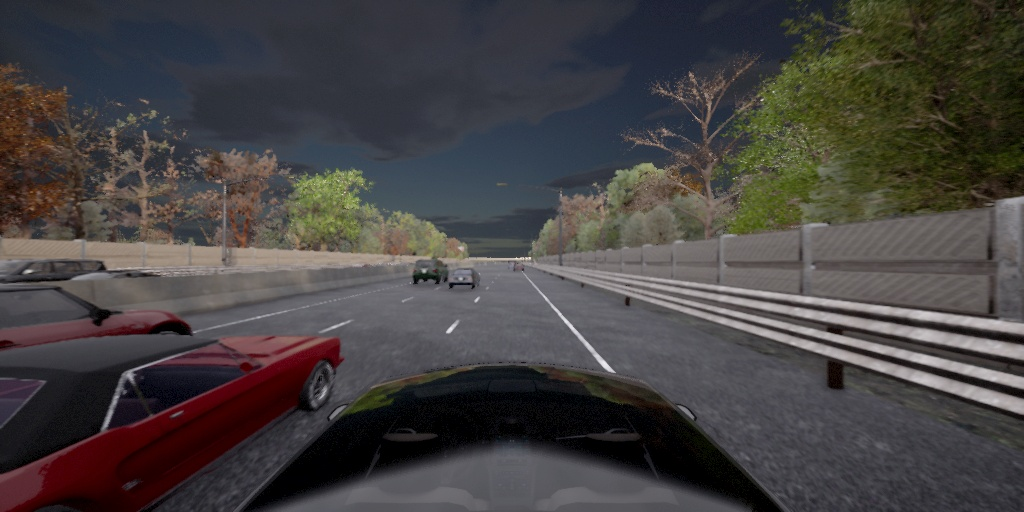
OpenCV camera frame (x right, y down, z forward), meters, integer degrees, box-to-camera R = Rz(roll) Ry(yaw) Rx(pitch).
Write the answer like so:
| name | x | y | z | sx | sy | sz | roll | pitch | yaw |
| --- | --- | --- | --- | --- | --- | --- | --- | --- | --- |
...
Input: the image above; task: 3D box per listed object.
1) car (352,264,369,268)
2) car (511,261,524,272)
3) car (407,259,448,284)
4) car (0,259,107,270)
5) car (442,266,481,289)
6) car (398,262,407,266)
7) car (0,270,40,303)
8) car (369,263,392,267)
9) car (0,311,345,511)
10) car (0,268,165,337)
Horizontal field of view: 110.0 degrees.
| name | x | y | z | sx | sy | sz | roll | pitch | yaw |
| --- | --- | --- | --- | --- | --- | --- | --- | --- | --- |
| car | -24.521 | 1.965 | 58.498 | 1.812 | 1.442 | 4.674 | 0 | -1 | 1 |
| car | 1.228 | 2.036 | 63.639 | 1.812 | 1.442 | 4.674 | 0 | -1 | 0 |
| car | -6.899 | 1.318 | 30.819 | 2.150 | 2.045 | 5.566 | 0 | -1 | 0 |
| car | -21.099 | 1.134 | 15.654 | 2.150 | 2.045 | 5.566 | 0 | -1 | 0 |
| car | -3.399 | 1.589 | 26.234 | 2.033 | 1.411 | 5.357 | 0 | -1 | 0 |
| car | -17.533 | 1.797 | 58.893 | 2.097 | 1.767 | 4.553 | 0 | -1 | 1 |
| car | -24.598 | 1.416 | 15.549 | 1.837 | 1.490 | 4.892 | 0 | -1 | 0 |
| car | -21.025 | 1.935 | 58.696 | 2.128 | 1.511 | 4.902 | 0 | -1 | 1 |
| car | -3.409 | 1.368 | 3.208 | 1.895 | 1.301 | 4.718 | 0 | -1 | 0 |
| car | -6.909 | 1.135 | 4.737 | 2.097 | 1.767 | 4.553 | 0 | -1 | 0 |
